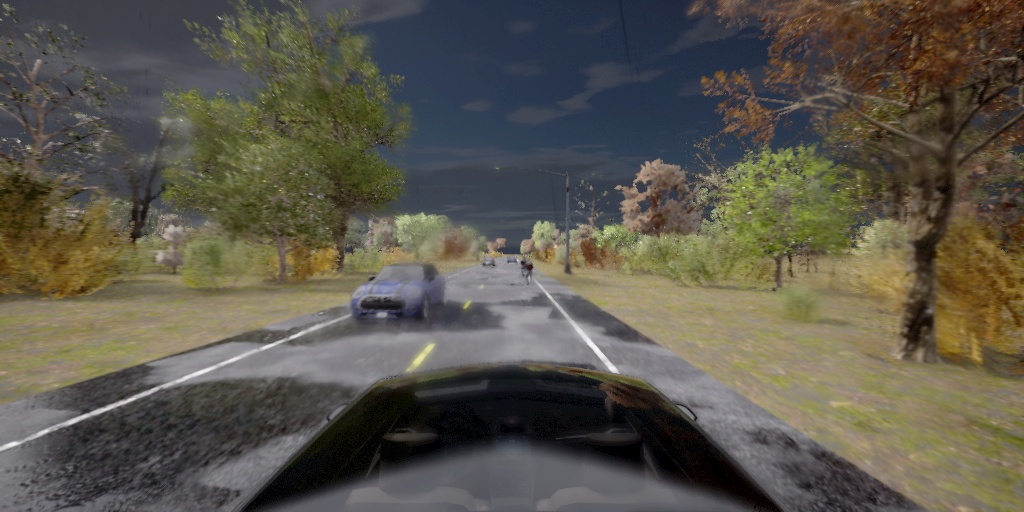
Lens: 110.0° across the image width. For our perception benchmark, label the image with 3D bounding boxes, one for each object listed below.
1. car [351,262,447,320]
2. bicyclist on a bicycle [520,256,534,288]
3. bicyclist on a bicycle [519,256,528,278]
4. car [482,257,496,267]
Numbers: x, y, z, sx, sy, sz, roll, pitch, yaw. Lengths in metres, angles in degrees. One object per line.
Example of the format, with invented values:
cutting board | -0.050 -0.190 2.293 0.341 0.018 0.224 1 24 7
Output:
car | -3.593 1.020 12.154 2.097 1.767 4.553 0 0 0
bicyclist on a bicycle | 0.965 0.972 20.668 0.659 1.776 1.843 0 1 0
bicyclist on a bicycle | 0.965 0.901 29.876 0.659 1.776 1.843 0 1 0
car | -3.531 0.847 54.806 2.128 1.511 4.902 0 0 1
